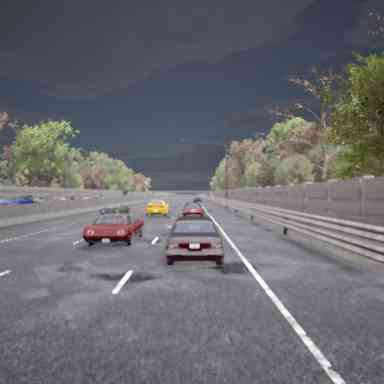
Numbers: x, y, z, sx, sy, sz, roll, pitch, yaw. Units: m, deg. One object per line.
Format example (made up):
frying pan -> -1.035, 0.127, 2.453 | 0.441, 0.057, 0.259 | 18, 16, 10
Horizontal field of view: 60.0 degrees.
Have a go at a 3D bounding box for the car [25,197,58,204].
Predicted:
car -> -17.589, 1.621, 40.249 | 2.128, 1.511, 4.902 | 0, 0, 0

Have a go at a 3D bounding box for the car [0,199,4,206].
car -> -6.942, 1.240, 7.401 | 2.150, 2.045, 5.566 | 0, 0, 1

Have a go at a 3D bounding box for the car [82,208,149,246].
car -> -3.406, 1.642, 15.400 | 1.895, 1.301, 4.718 | 0, 0, 0

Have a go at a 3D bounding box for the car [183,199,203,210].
car -> 0.094, 1.664, 32.496 | 1.994, 1.385, 4.181 | 0, 0, 0

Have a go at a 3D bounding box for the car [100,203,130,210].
car -> -6.906, 1.693, 30.437 | 1.895, 1.301, 4.718 | 0, 0, 0

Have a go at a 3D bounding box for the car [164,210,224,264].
car -> 0.085, 1.579, 11.899 | 2.033, 1.411, 5.357 | 0, 0, 0

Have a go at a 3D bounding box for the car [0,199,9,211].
car -> -24.585, 1.621, 40.190 | 2.128, 1.511, 4.902 | 0, 0, 0

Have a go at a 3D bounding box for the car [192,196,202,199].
car -> 1.226, 1.783, 75.946 | 1.837, 1.490, 4.892 | 0, 0, 0

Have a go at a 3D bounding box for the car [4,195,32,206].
car -> -21.088, 1.349, 40.046 | 2.150, 2.045, 5.566 | 0, 0, 0

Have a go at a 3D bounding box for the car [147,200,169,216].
car -> -3.404, 1.581, 33.593 | 1.882, 1.535, 5.008 | 0, 0, 0
